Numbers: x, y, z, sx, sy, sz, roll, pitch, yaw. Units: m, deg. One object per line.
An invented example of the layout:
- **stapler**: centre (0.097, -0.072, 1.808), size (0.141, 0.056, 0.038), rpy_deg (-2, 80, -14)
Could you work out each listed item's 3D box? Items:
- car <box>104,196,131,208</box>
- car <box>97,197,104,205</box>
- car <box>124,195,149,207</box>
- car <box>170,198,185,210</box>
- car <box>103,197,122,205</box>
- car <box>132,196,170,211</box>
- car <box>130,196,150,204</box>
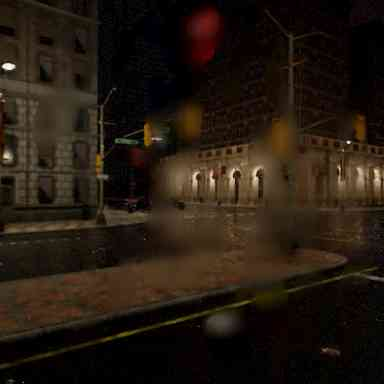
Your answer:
- **car**: centre (-10.436, 1.535, 48.037), size (2.128, 1.511, 4.902), rpy_deg (0, 0, -35)
- **car**: centre (-16.137, 1.548, 56.148), size (1.837, 1.490, 4.892), rpy_deg (0, 0, -35)
- **car**: centre (-8.589, 1.403, 51.490), size (2.097, 1.767, 4.553), rpy_deg (0, 0, -35)
- **car**: centre (-2.817, 1.530, 43.413), size (1.882, 1.535, 5.008), rpy_deg (0, 0, -36)
- **car**: centre (-14.335, 1.577, 59.703), size (1.812, 1.442, 4.674), rpy_deg (0, 0, -35)
- **car**: centre (-5.102, 1.396, 40.600), size (2.097, 1.767, 4.553), rpy_deg (0, 0, -36)
- **car**: centre (-10.420, 1.559, 66.444), size (2.128, 1.511, 4.902), rpy_deg (0, 0, -35)
